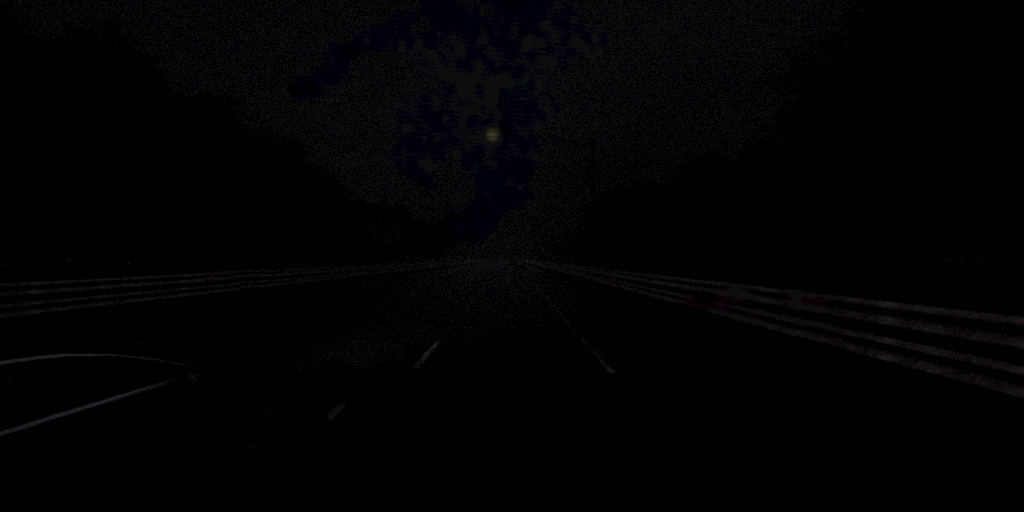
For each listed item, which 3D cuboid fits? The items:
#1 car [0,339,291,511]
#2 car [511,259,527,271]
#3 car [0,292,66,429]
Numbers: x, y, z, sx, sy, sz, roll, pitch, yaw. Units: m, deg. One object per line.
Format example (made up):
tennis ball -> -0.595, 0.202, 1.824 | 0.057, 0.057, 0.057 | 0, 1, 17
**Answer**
car -> -3.401, 1.244, 2.071 | 2.128, 1.511, 4.902 | 0, 0, 0
car -> 1.208, 1.573, 54.594 | 1.812, 1.442, 4.674 | 0, 0, 0
car -> -6.900, 1.231, 2.285 | 1.882, 1.535, 5.008 | 0, 0, 0
